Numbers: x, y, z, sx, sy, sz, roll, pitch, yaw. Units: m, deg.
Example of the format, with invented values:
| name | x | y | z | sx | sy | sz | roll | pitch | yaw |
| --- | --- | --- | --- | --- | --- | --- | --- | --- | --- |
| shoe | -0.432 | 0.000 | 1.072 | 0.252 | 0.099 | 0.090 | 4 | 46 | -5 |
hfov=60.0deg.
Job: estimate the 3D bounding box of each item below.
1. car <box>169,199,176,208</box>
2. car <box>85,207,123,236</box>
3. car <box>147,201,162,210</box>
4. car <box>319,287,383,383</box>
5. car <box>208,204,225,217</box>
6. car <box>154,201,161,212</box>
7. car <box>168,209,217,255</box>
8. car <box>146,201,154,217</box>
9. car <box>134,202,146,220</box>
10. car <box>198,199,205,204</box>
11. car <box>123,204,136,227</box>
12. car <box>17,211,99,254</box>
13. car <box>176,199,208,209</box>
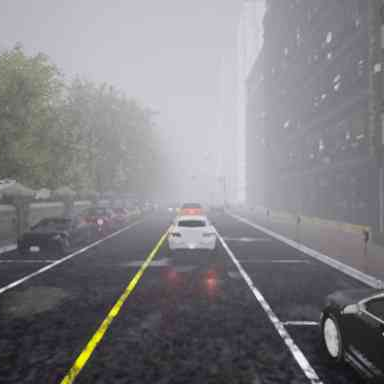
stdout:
| name | x | y | z | sx | sy | sz | roll | pitch | yaw |
| --- | --- | --- | --- | --- | --- | --- | --- | --- | --- |
| car | -3.058 | 2.193 | 59.533 | 2.033 | 1.411 | 5.357 | 0 | -1 | 0 |
| car | -5.704 | 1.650 | 19.779 | 1.967 | 1.590 | 4.097 | 0 | -1 | 0 |
| car | -5.861 | 2.117 | 53.008 | 1.887 | 1.381 | 4.507 | 0 | -1 | 0 |
| car | 2.690 | 1.586 | 3.173 | 2.008 | 1.369 | 4.403 | 0 | -1 | 0 |
| car | 2.662 | 1.941 | 36.403 | 2.008 | 1.369 | 4.403 | 0 | -1 | 0 |
| car | -5.805 | 2.061 | 47.468 | 2.008 | 1.369 | 4.403 | 0 | -1 | 0 |
| car | 0.010 | 1.673 | 13.889 | 1.812 | 1.442 | 4.674 | 0 | 0 | 0 |
| car | -5.718 | 1.830 | 36.395 | 1.967 | 1.590 | 4.097 | 0 | -1 | 0 |
| car | -5.713 | 1.853 | 30.685 | 1.752 | 1.417 | 4.829 | 0 | -1 | 0 |
| car | 2.616 | 2.576 | 90.931 | 1.947 | 1.339 | 4.313 | 0 | -1 | 0 |
| car | -5.709 | 1.851 | 25.316 | 1.802 | 1.307 | 4.206 | 0 | -1 | 0 |
| car | -5.700 | 1.717 | 14.240 | 1.947 | 1.339 | 4.313 | 0 | -1 | 0 |
| car | -0.004 | 1.654 | 28.427 | 2.097 | 1.767 | 4.553 | 0 | -1 | 0 |
